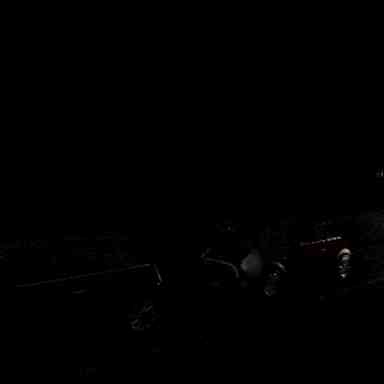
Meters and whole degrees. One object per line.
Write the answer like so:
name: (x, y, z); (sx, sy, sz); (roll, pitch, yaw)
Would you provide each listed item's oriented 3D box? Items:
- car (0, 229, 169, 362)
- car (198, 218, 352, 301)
car: (-2.479, 1.440, 4.999); (4.097, 1.590, 1.967); (0, 0, -35)
car: (2.112, 1.439, 8.271); (4.097, 1.590, 1.967); (0, 0, -35)
